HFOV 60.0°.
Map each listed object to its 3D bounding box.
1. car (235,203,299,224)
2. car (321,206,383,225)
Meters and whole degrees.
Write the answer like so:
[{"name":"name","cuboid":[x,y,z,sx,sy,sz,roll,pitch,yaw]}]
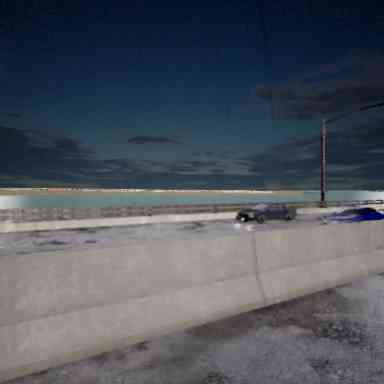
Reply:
[{"name":"car","cuboid":[5.771,1.558,25.108,5.357,1.411,2.033,0,0,-35]},{"name":"car","cuboid":[9.377,1.537,19.091,4.674,1.442,1.812,0,0,-35]}]
